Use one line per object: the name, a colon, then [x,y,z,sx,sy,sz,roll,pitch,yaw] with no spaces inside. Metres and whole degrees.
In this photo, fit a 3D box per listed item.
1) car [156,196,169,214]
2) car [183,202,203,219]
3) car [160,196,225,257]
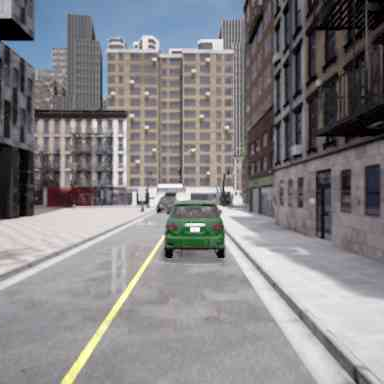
car: [-3.070,1.559,40.896,2.150,2.045,5.566,0,-1,0]
car: [0.093,1.783,33.356,1.837,1.490,4.892,0,-1,0]
car: [0.097,1.344,13.607,2.150,2.045,5.566,0,0,0]
